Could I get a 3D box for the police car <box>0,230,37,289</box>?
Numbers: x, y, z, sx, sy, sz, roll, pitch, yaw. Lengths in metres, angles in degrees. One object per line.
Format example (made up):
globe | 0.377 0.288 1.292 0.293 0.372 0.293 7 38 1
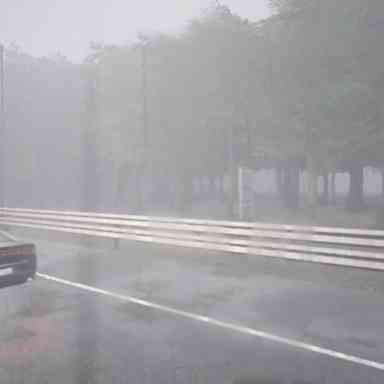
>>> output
police car | -5.993 1.407 7.999 5.238 1.638 1.930 0 -1 29
